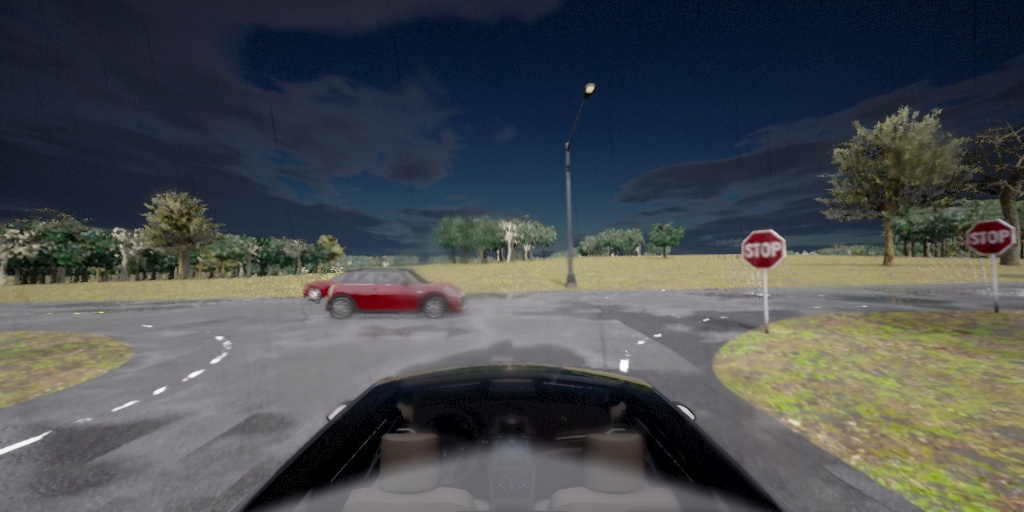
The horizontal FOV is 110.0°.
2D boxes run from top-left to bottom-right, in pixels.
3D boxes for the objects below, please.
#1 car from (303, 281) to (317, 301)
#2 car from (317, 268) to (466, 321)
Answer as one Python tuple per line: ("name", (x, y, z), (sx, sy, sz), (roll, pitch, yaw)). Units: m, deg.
("car", (-8.666, 1.583, 19.583), (5.008, 1.535, 1.882), (-1, -2, 0))
("car", (-3.926, 1.218, 12.614), (4.553, 1.767, 2.097), (0, -1, 0))
